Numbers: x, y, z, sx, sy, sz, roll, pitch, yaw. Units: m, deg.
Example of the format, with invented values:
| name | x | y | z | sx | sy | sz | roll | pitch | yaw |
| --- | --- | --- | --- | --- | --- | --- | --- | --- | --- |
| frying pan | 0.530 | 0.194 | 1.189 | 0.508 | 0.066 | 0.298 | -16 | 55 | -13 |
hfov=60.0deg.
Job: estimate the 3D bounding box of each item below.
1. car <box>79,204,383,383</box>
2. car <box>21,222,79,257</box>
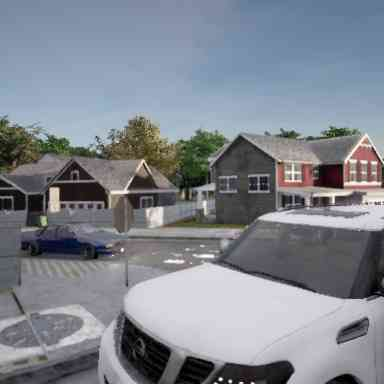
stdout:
| name | x | y | z | sx | sy | sz | roll | pitch | yaw |
| --- | --- | --- | --- | --- | --- | --- | --- | --- | --- |
| car | 1.761 | 1.221 | 4.134 | 5.566 | 2.045 | 2.150 | 0 | 0 | -35 |
| car | -5.286 | 2.062 | 14.671 | 5.357 | 1.411 | 2.033 | -2 | 0 | 22 |
